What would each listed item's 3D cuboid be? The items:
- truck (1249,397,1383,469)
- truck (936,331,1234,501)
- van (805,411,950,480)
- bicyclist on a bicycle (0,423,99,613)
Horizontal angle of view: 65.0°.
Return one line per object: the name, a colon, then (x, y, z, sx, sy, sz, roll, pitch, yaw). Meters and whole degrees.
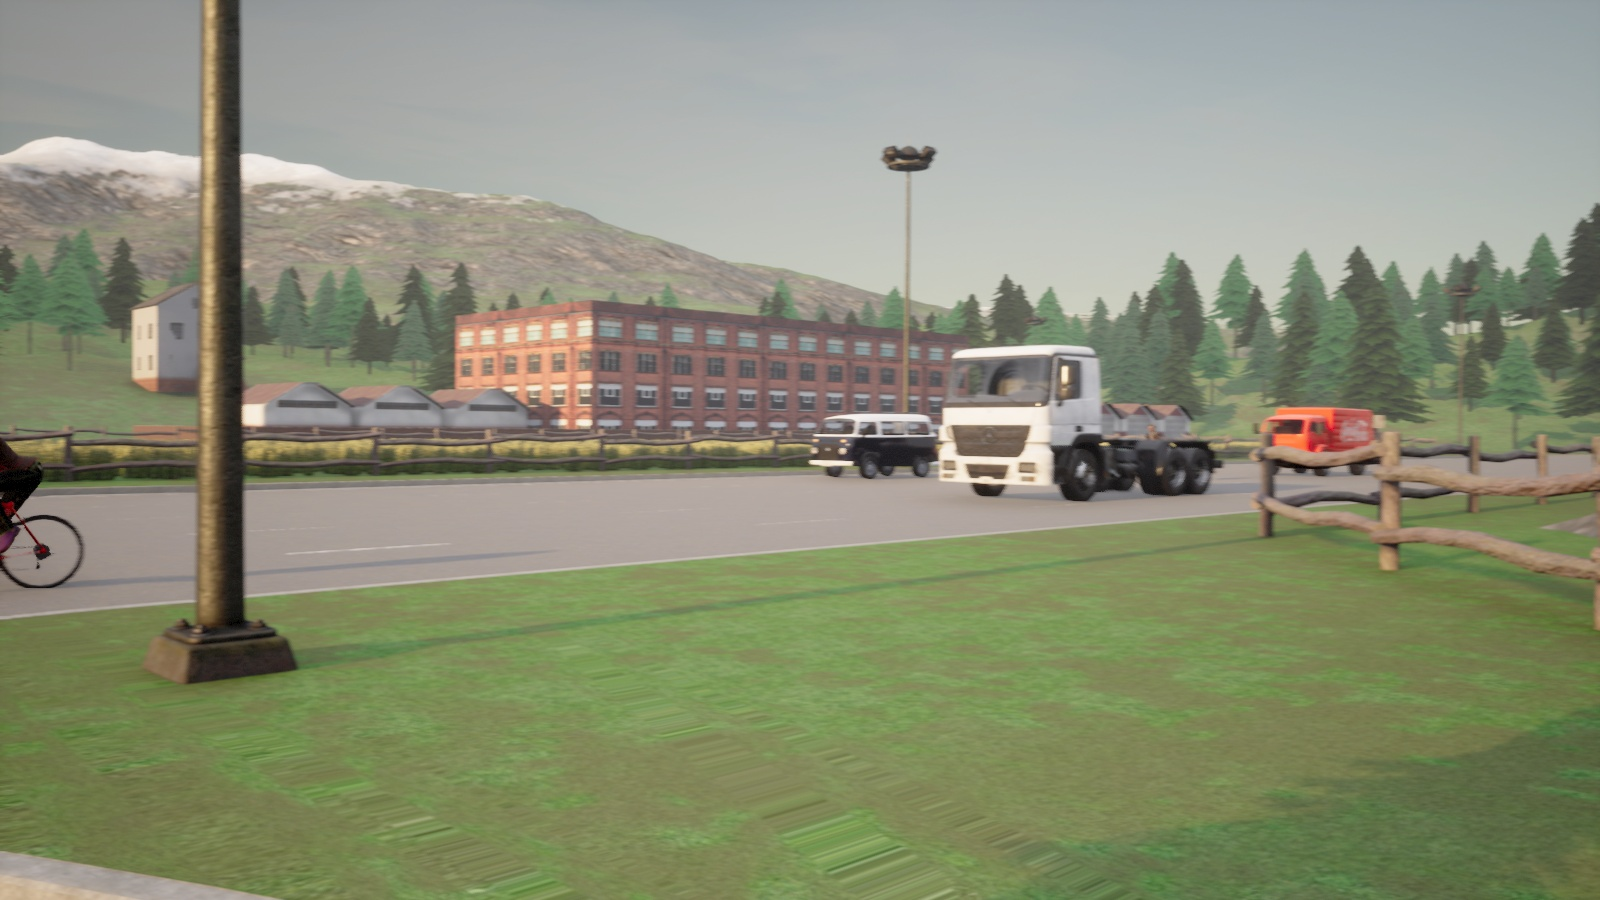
truck: (18.807, -0.646, 45.678, 5.204, 2.467, 2.627, -1, 1, -44)
truck: (6.859, -0.770, 29.315, 7.936, 3.462, 2.891, -1, 1, -44)
van: (2.497, -0.179, 39.706, 4.480, 2.038, 2.069, -1, 1, -44)
bicyclist on a bicycle: (-7.102, 0.588, 10.892, 1.656, 1.620, 0.582, -2, 1, -44)
